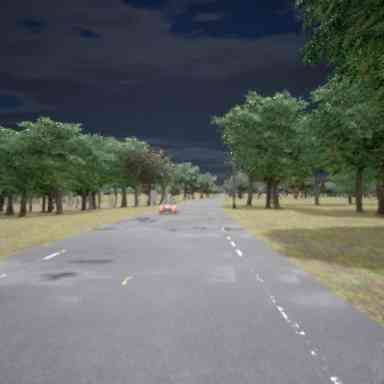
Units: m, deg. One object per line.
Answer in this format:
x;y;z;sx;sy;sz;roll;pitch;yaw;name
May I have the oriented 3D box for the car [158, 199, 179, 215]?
-2.702;1.718;39.278;2.097;1.767;4.553;0;-1;3;car
